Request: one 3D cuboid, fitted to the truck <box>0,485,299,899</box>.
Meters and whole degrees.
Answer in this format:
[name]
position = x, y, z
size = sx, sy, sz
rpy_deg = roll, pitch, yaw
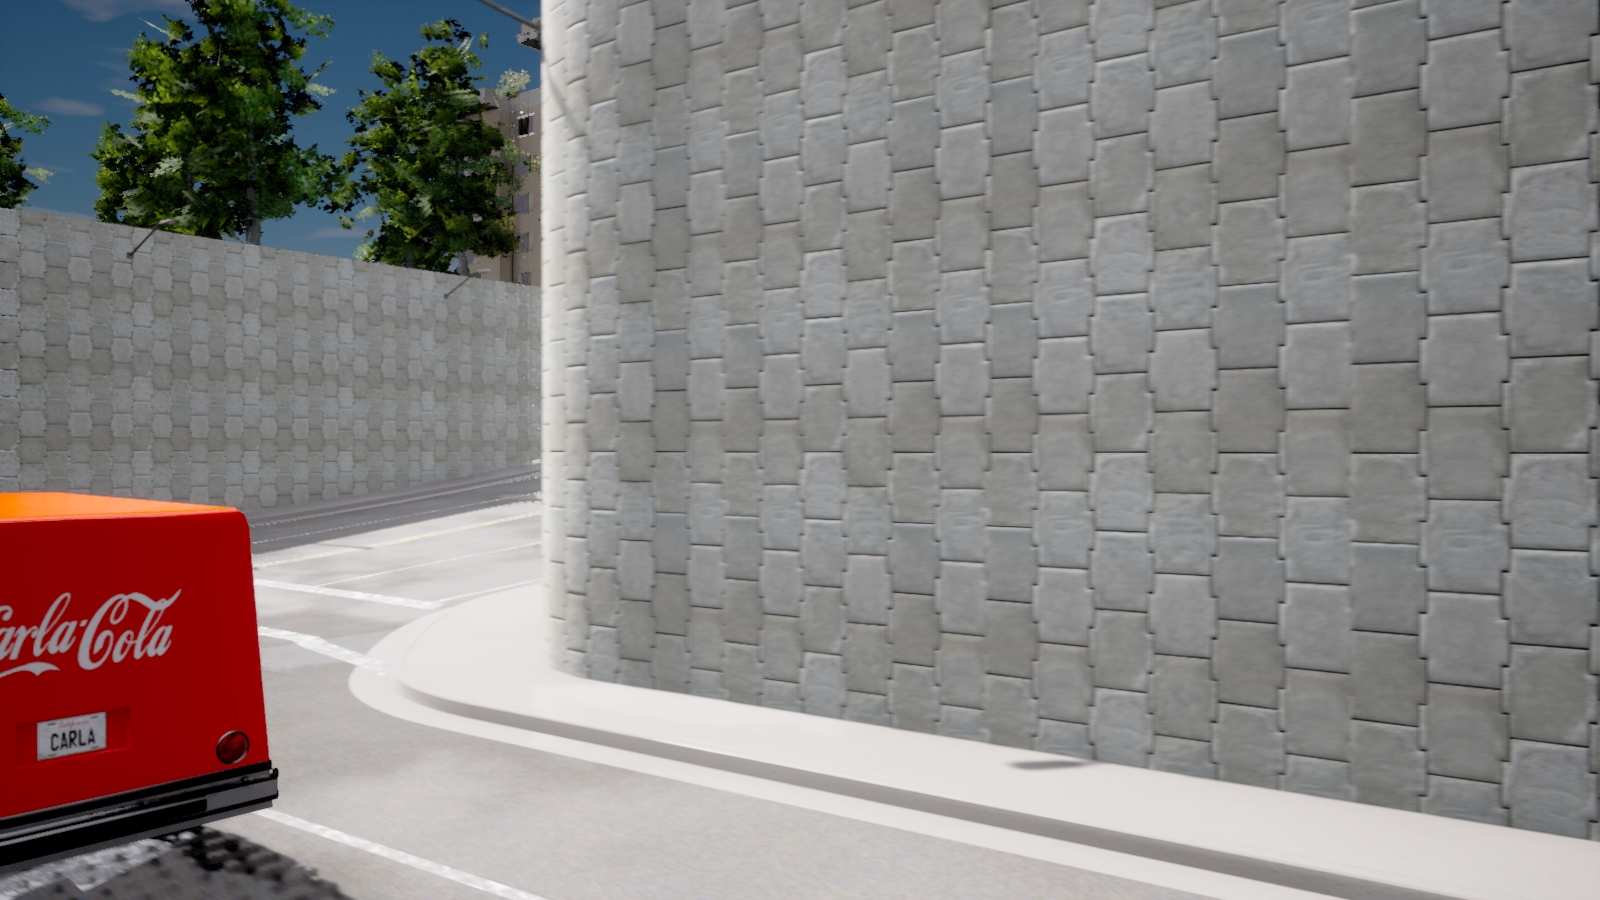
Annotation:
[truck]
position = -6.216, 1.567, 8.281
size = 5.204, 2.467, 2.627
rpy_deg = 0, 0, 39
